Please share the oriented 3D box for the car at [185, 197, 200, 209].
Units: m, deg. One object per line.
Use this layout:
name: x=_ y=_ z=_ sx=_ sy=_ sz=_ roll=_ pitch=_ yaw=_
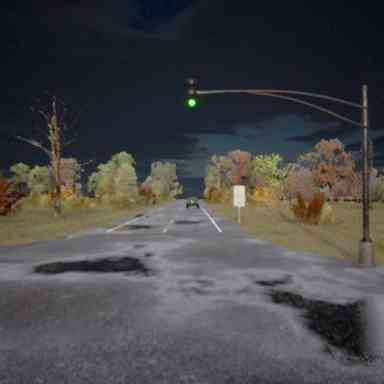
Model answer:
car: x=0.091 y=1.787 z=55.925 sx=2.150 sy=2.045 sz=5.566 roll=0 pitch=-1 yaw=0
